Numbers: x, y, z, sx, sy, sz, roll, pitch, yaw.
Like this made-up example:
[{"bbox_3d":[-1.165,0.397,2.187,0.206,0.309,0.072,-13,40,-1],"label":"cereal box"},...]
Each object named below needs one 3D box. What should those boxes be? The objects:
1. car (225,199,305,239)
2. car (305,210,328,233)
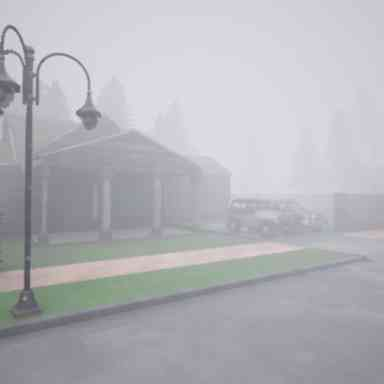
[{"bbox_3d":[3.504,1.314,17.353,1.905,1.878,3.866,1,0,-36],"label":"car"},{"bbox_3d":[5.321,1.339,19.133,1.932,1.855,4.605,1,0,-36],"label":"car"}]
